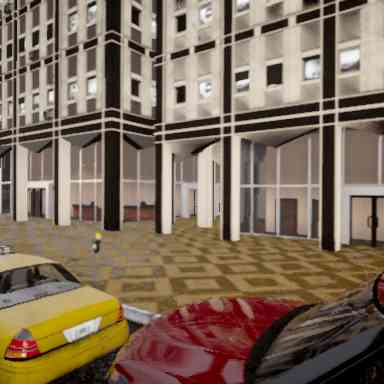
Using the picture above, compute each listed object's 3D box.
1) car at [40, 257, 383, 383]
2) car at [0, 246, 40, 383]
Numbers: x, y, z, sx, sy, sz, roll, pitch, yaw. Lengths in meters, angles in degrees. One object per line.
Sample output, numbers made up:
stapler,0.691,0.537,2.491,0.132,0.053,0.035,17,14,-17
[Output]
car,1.670,1.317,1.678,5.009,1.841,2.192,0,0,36
car,-3.107,1.507,5.087,4.829,1.417,1.752,0,0,36
